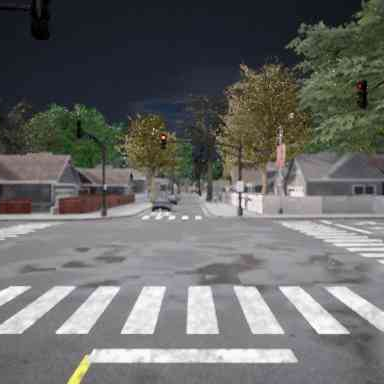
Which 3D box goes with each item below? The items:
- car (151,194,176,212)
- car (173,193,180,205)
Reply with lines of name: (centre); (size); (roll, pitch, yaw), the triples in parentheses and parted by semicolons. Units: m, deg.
car: (-3.064, 1.272, 34.732); (2.033, 1.411, 5.357); (0, 0, 0)
car: (-3.068, 1.105, 47.855); (1.882, 1.535, 5.008); (0, 1, 0)
